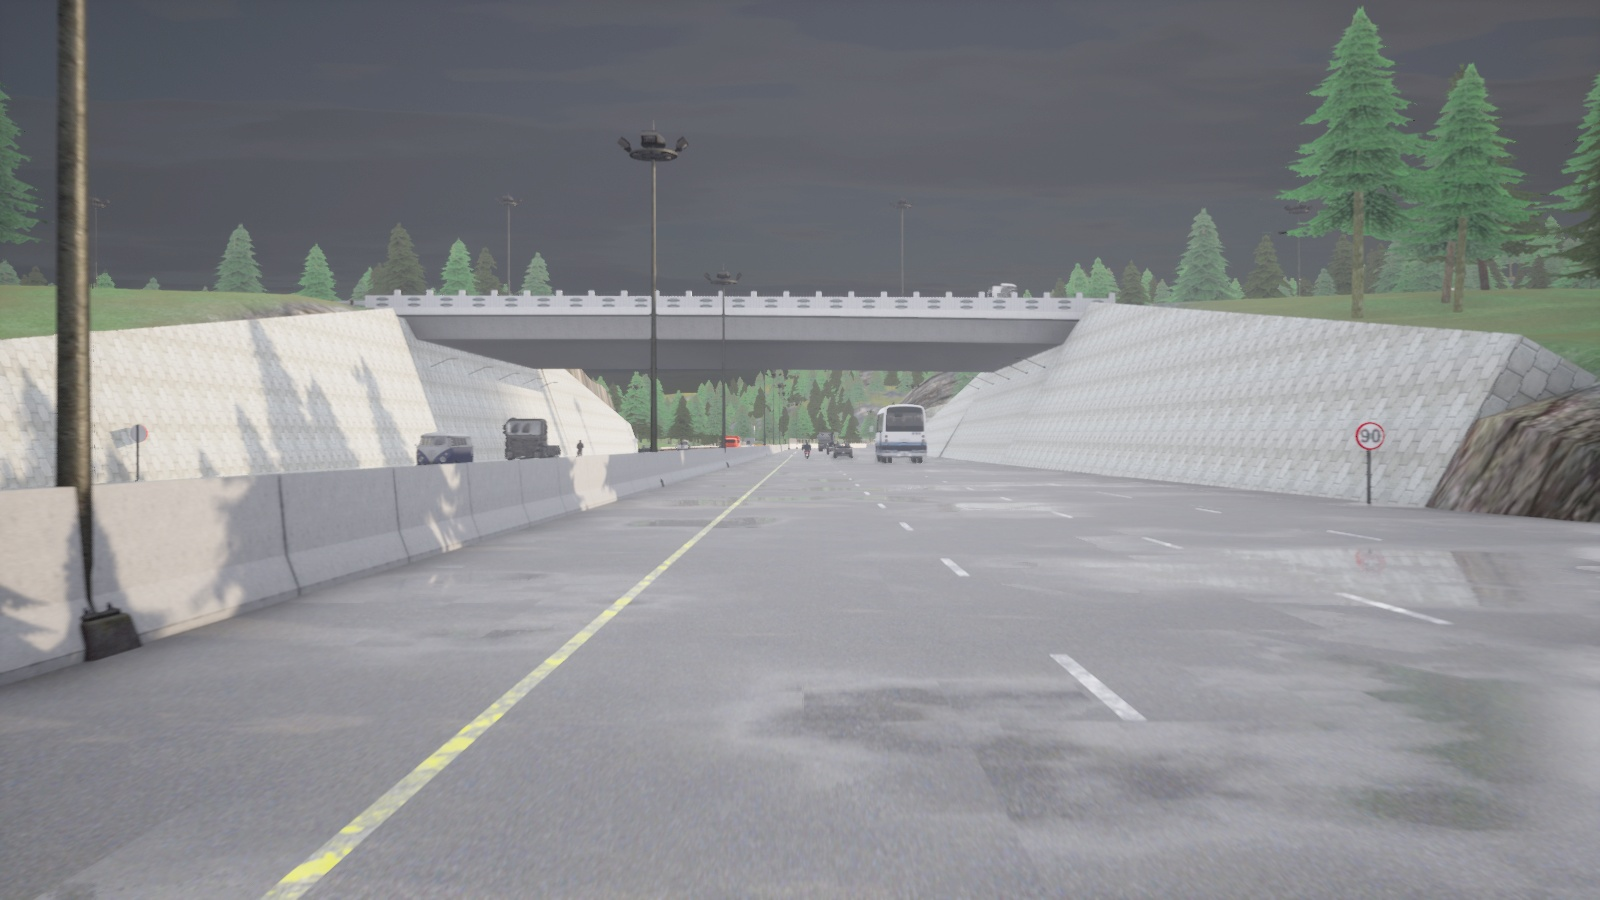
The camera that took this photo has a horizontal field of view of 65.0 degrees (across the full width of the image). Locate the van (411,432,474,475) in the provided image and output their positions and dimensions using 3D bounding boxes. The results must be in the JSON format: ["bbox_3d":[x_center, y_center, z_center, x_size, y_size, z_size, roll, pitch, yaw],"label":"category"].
[{"bbox_3d":[-17.141,0.144,60.404,1.775,1.987,4.442,0,0,0],"label":"van"}]

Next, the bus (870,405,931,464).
[{"bbox_3d":[7.563,-1.165,96.070,3.944,4.253,10.273,0,0,0],"label":"bus"}]

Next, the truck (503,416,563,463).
[{"bbox_3d":[-20.435,-0.796,96.542,2.891,3.462,7.936,0,0,0],"label":"truck"}]
